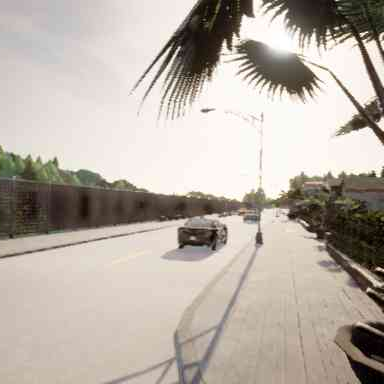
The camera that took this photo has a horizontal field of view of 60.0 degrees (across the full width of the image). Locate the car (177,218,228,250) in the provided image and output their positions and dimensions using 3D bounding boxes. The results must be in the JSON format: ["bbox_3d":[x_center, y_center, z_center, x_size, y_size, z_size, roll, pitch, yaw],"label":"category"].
[{"bbox_3d":[0.686,2.099,17.740,1.882,1.535,5.008,1,-2,15],"label":"car"}]

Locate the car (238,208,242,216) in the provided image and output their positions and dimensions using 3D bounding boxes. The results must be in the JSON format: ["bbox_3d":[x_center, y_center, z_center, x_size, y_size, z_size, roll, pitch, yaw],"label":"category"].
[{"bbox_3d":[10.486,4.079,68.568,1.882,1.535,5.008,1,-2,10],"label":"car"}]

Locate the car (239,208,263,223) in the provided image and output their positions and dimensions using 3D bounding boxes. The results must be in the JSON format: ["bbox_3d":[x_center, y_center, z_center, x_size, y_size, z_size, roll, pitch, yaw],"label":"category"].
[{"bbox_3d":[7.911,3.263,44.119,2.033,1.411,5.357,1,-2,15],"label":"car"}]

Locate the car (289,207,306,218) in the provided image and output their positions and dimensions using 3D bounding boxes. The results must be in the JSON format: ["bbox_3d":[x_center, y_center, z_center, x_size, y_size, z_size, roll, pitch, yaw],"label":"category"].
[{"bbox_3d":[21.333,3.934,63.665,5.566,2.045,2.150,0,1,19],"label":"car"}]
